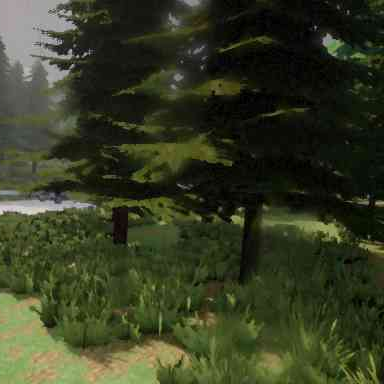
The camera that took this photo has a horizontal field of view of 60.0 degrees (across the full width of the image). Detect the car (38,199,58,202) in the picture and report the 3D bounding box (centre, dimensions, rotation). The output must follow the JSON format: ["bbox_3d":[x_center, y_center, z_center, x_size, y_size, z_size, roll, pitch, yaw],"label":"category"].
[{"bbox_3d":[-9.980,0.076,26.369,1.812,1.442,4.674,5,3,24],"label":"car"}]
